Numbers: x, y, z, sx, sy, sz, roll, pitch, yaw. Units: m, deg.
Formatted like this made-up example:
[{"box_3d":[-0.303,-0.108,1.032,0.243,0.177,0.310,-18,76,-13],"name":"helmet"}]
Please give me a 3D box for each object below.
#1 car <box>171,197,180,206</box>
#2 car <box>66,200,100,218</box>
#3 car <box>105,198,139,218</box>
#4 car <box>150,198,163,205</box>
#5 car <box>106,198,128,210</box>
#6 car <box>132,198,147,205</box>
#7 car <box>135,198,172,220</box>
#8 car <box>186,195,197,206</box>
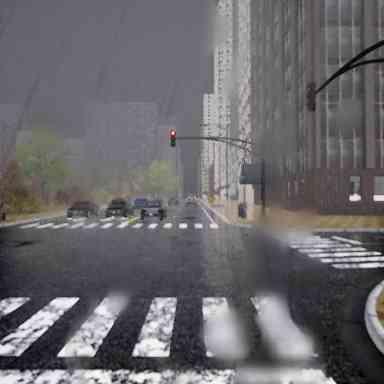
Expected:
[{"box_3d":[-3.312,1.693,59.543,1.812,1.442,4.674,0,0,0],"name":"car"},{"box_3d":[-9.876,1.551,30.478,1.837,1.490,4.892,0,0,0],"name":"car"},{"box_3d":[-6.596,1.552,30.833,1.837,1.490,4.892,0,0,2],"name":"car"},{"box_3d":[-6.590,1.785,62.400,1.895,1.301,4.718,0,0,0],"name":"car"},{"box_3d":[-9.887,1.598,44.247,1.837,1.490,4.892,0,-1,0],"name":"car"},{"box_3d":[-9.838,1.786,62.594,1.895,1.301,4.718,0,0,0],"name":"car"},{"box_3d":[-3.178,1.533,28.332,2.128,1.511,4.902,0,0,0],"name":"car"},{"box_3d":[-0.061,1.712,59.162,2.033,1.411,5.357,0,0,0],"name":"car"}]
